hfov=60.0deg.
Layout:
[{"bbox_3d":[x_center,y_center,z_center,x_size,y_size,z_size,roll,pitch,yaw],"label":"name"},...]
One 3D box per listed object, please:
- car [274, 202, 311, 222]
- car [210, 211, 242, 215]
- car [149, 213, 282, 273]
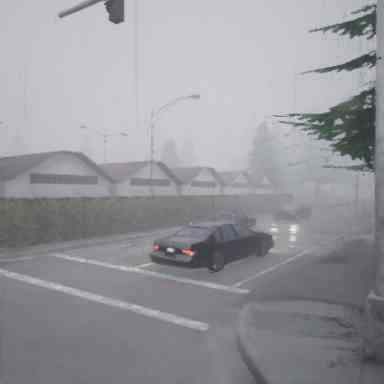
[{"bbox_3d":[8.524,1.621,28.024,1.882,1.535,5.008,0,1,36],"label":"car"},{"bbox_3d":[1.798,1.744,18.700,1.895,1.301,4.718,0,0,36],"label":"car"},{"bbox_3d":[0.940,1.713,11.541,2.033,1.411,5.357,0,0,39],"label":"car"}]
